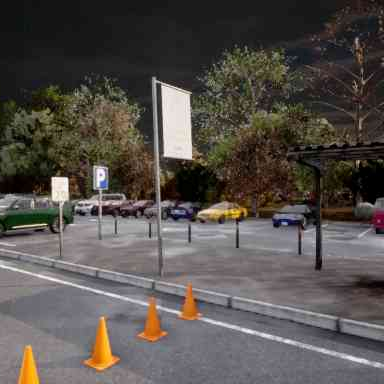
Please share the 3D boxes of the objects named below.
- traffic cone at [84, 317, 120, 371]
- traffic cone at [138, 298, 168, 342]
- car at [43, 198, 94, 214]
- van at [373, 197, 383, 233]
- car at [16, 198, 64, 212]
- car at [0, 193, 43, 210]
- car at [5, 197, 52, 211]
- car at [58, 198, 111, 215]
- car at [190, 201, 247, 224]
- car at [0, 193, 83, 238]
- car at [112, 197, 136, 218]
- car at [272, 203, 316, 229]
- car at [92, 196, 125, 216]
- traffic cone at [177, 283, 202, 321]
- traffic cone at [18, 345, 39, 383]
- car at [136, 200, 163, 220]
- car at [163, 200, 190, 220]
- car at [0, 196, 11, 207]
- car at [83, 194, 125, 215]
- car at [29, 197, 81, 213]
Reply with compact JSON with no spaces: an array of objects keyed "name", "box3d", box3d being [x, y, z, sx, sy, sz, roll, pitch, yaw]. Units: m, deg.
[{"name":"traffic cone","box3d":[-1.192,1.957,4.404,0.340,0.580,0.340,0,0,35]},{"name":"traffic cone","box3d":[-0.617,1.957,5.220,0.340,0.580,0.340,0,0,35]},{"name":"car","box3d":[-13.436,1.455,36.490,2.097,1.535,5.008,0,0,35]},{"name":"van","box3d":[11.613,1.264,19.032,1.878,1.987,4.442,0,0,35]},{"name":"car","box3d":[-17.990,1.469,39.661,2.163,1.488,4.792,0,0,35]},{"name":"car","box3d":[-22.535,1.153,42.857,2.435,2.045,5.566,0,0,35]},{"name":"car","box3d":[-20.233,1.452,41.310,2.163,1.488,4.792,0,0,35]},{"name":"car","box3d":[-11.164,1.461,34.892,2.231,1.521,4.892,0,0,35]},{"name":"car","box3d":[2.356,1.475,25.169,1.946,1.575,5.366,0,0,35]},{"name":"car","box3d":[-8.904,1.221,17.289,2.435,2.045,5.566,0,0,35]},{"name":"car","box3d":[-4.345,1.469,30.113,2.097,1.535,5.008,0,0,35]},{"name":"car","box3d":[6.989,1.513,22.105,2.163,1.488,4.792,0,0,35]},{"name":"car","box3d":[-6.617,1.466,31.710,2.097,1.535,5.008,0,0,35]},{"name":"traffic cone","box3d":[-0.042,1.957,6.036,0.340,0.580,0.340,0,0,36]},{"name":"traffic cone","box3d":[-1.767,1.957,3.587,0.340,0.580,0.340,0,0,35]},{"name":"car","box3d":[-2.074,1.473,28.518,2.231,1.521,4.892,0,0,35]},{"name":"car","box3d":[0.209,1.505,26.941,2.163,1.488,4.792,0,0,35]},{"name":"car","box3d":[-29.226,1.333,47.823,1.946,1.575,5.366,1,0,35]},{"name":"car","box3d":[-8.907,1.212,33.278,2.435,2.045,5.566,0,0,35]},{"name":"car","box3d":[-15.599,1.444,38.243,1.946,1.575,5.366,0,0,35]}]
